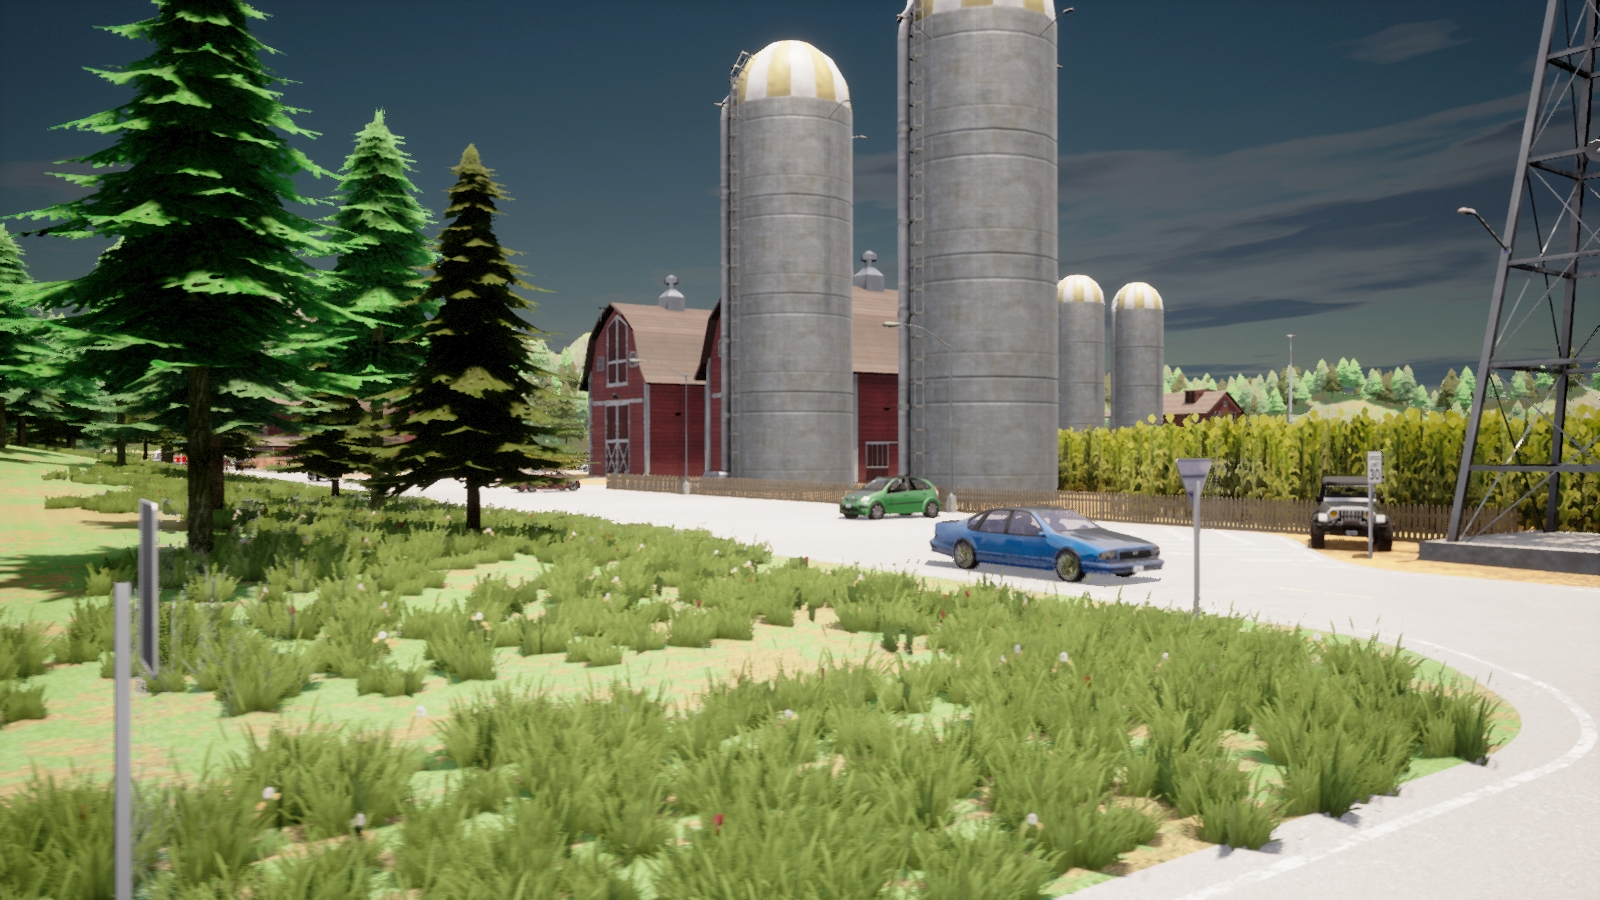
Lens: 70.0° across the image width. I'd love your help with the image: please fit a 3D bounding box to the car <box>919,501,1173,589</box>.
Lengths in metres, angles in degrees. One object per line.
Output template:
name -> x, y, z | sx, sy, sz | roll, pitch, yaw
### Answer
car -> 5.058, 1.913, 24.310 | 2.033, 1.411, 5.357 | 0, 0, -34
